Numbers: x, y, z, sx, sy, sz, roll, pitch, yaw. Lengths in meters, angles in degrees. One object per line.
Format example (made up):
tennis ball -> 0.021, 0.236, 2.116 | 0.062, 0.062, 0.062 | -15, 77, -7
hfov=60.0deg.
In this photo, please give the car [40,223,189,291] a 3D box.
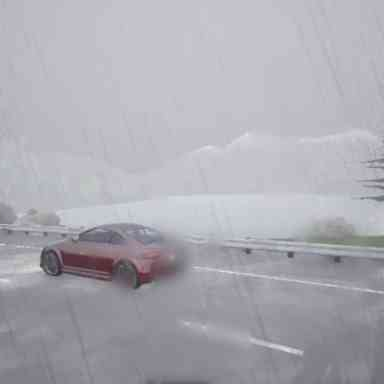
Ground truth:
car -> -2.162, 1.550, 8.980 | 4.181, 1.385, 1.994 | -1, 0, 32
